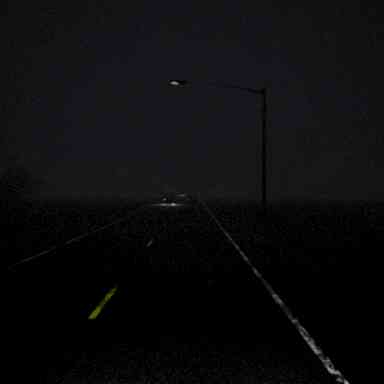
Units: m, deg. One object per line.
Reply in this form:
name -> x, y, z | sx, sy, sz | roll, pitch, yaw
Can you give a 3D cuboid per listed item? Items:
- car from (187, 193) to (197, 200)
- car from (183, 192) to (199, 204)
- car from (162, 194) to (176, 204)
car -> 0.003, 0.983, 69.680 | 1.994, 1.385, 4.181 | 0, 0, 0
car -> 0.102, 1.128, 51.251 | 2.033, 1.411, 5.357 | 0, 0, 0
car -> -3.562, 1.079, 52.416 | 1.837, 1.490, 4.892 | 0, 0, 0
